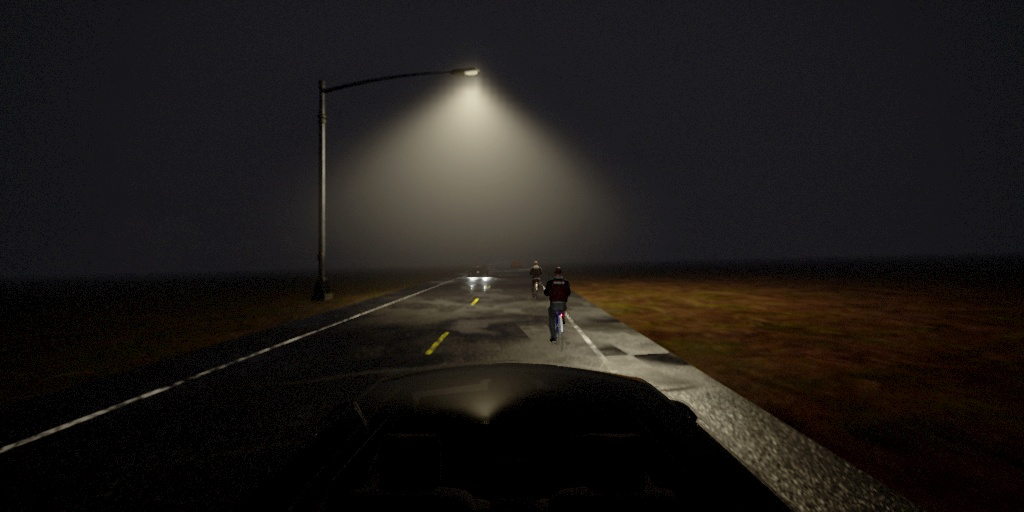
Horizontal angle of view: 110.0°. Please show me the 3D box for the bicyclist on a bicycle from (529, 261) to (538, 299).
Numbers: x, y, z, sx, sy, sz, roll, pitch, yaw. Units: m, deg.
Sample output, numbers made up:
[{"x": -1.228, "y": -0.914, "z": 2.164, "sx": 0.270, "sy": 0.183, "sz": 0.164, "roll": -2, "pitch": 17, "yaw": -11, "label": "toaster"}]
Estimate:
[{"x": 1.135, "y": 1.123, "z": 17.054, "sx": 0.659, "sy": 1.776, "sz": 1.843, "roll": 0, "pitch": 0, "yaw": 1, "label": "bicyclist on a bicycle"}]

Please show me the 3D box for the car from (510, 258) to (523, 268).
[{"x": 0.741, "y": 1.254, "z": 59.831, "sx": 1.882, "sy": 1.535, "sz": 5.008, "roll": 0, "pitch": 0, "yaw": 0, "label": "car"}]

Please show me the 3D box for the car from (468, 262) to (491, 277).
[{"x": -3.153, "y": 1.321, "z": 35.452, "sx": 1.994, "sy": 1.385, "sz": 4.181, "roll": 0, "pitch": 0, "yaw": 1, "label": "car"}]

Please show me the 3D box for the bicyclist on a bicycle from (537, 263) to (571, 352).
[{"x": 1.012, "y": 1.122, "z": 8.084, "sx": 0.659, "sy": 1.776, "sz": 1.843, "roll": 0, "pitch": 0, "yaw": 1, "label": "bicyclist on a bicycle"}]
